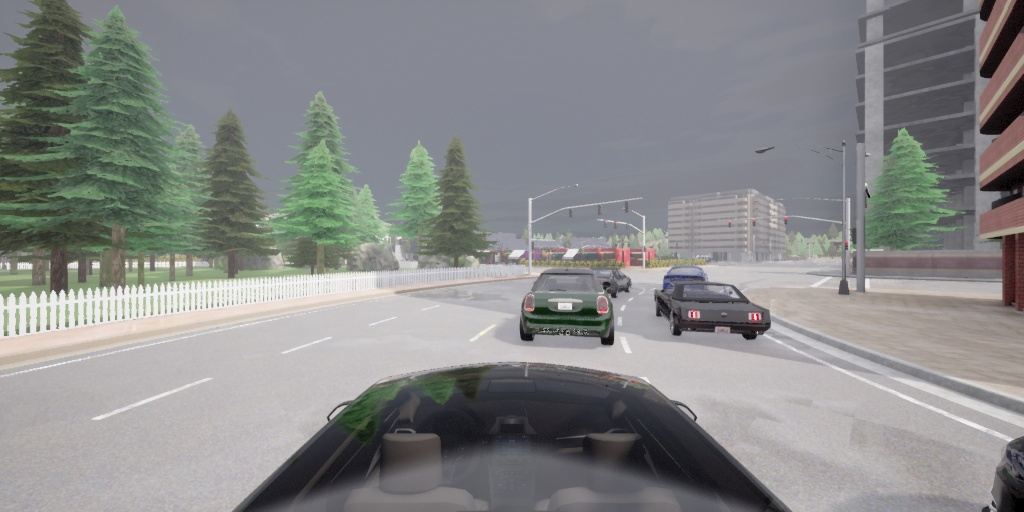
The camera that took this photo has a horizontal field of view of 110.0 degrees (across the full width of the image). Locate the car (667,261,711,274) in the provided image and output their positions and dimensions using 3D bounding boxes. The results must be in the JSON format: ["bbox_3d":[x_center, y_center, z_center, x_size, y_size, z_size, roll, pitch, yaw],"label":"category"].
[{"bbox_3d":[9.082,1.228,18.605,1.882,1.535,5.008,0,0,30],"label":"car"}]

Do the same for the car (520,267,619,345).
[{"bbox_3d":[1.598,1.102,9.792,2.097,1.767,4.553,0,0,12],"label":"car"}]

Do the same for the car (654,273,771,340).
[{"bbox_3d":[5.227,1.351,10.092,1.895,1.301,4.718,0,0,14],"label":"car"}]

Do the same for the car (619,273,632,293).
[{"bbox_3d":[4.827,1.297,18.552,2.033,1.411,5.357,0,0,29],"label":"car"}]
